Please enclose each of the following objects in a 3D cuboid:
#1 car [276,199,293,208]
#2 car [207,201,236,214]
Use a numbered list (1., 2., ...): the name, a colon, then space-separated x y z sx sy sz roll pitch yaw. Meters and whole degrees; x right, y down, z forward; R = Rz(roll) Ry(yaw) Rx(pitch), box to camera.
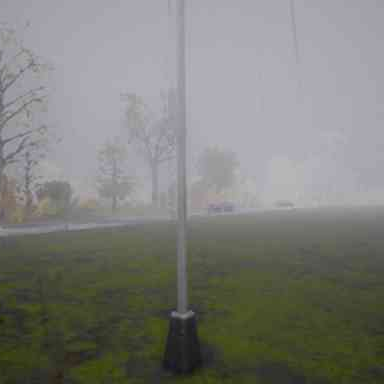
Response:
1. car: 16.555 2.050 59.240 2.128 1.511 4.902 0 -1 36
2. car: 3.709 1.921 41.319 1.837 1.490 4.892 0 0 36
